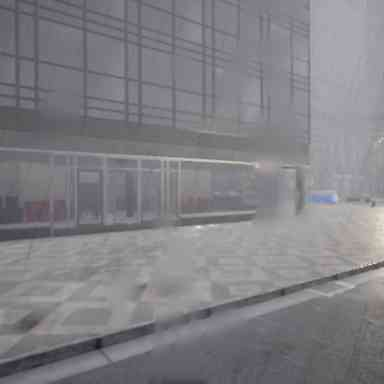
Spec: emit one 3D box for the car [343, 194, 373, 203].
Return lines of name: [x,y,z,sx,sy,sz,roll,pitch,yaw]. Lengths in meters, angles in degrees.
car: [24.472,0.913,49.324,1.947,1.339,4.313,0,1,-35]

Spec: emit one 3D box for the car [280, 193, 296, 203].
car: [14.272,0.898,49.001,2.008,1.369,4.403,0,1,-35]

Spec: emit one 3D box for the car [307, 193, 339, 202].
car: [21.239,0.821,53.916,1.887,1.381,4.507,0,1,-35]

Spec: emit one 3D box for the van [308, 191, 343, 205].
van: [17.508,0.759,44.406,1.690,1.788,3.998,0,1,-35]
